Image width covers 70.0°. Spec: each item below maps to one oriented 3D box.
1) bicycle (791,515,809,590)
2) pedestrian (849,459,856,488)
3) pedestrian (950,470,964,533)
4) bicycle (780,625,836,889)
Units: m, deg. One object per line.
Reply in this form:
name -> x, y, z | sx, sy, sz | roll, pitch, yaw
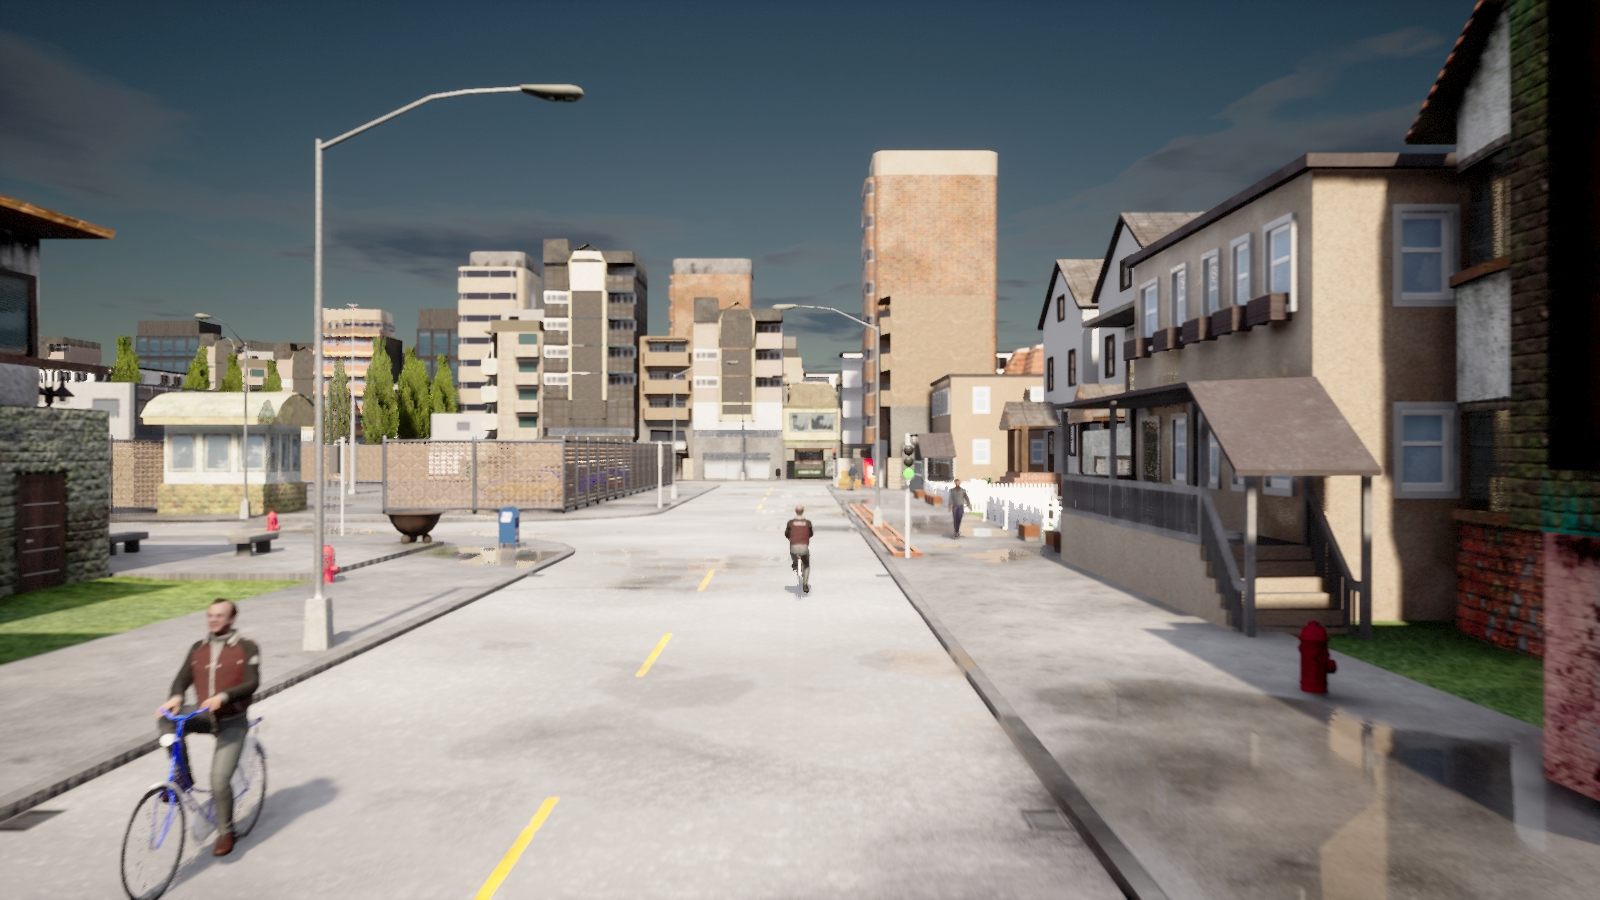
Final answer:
bicycle -> 0.001, 1.940, 22.004 | 0.329, 1.271, 1.835 | 0, 0, 0
pedestrian -> 3.432, 1.526, 74.623 | 0.375, 1.860, 0.375 | 0, 0, 16
pedestrian -> 4.698, 1.524, 34.156 | 0.375, 1.860, 0.375 | 0, 0, 2
bicycle -> 0.045, 1.940, 7.619 | 0.329, 1.271, 1.835 | 0, 0, 0
